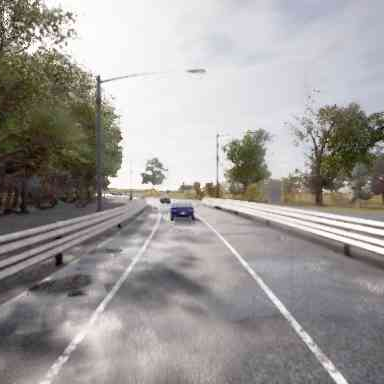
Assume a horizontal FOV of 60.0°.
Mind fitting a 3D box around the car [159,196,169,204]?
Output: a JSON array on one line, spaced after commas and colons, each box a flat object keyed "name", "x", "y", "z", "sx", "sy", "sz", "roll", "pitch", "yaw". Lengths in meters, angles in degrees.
[{"name": "car", "x": -5.206, "y": 1.490, "z": 63.067, "sx": 1.837, "sy": 1.490, "sz": 4.892, "roll": 0, "pitch": 0, "yaw": -10}]

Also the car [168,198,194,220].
[{"name": "car", "x": -0.888, "y": 1.473, "z": 28.246, "sx": 1.882, "sy": 1.535, "sz": 5.008, "roll": 0, "pitch": 0, "yaw": -5}]
